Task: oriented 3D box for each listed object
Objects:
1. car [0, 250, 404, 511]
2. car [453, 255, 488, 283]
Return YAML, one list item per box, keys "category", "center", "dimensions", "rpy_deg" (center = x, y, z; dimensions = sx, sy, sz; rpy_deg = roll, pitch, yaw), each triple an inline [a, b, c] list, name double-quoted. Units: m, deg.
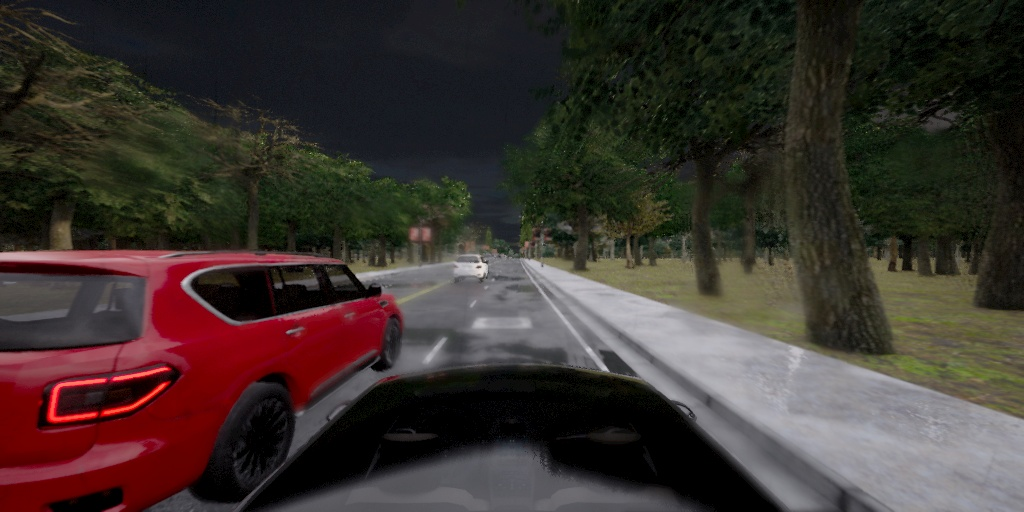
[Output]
- category: "car"
  center: [-3.147, 0.971, 4.560]
  dimensions: [2.150, 2.045, 5.566]
  rpy_deg: [0, 0, 0]
- category: "car"
  center: [-3.081, 0.928, 27.514]
  dimensions: [2.150, 2.045, 5.566]
  rpy_deg: [0, 0, 0]
